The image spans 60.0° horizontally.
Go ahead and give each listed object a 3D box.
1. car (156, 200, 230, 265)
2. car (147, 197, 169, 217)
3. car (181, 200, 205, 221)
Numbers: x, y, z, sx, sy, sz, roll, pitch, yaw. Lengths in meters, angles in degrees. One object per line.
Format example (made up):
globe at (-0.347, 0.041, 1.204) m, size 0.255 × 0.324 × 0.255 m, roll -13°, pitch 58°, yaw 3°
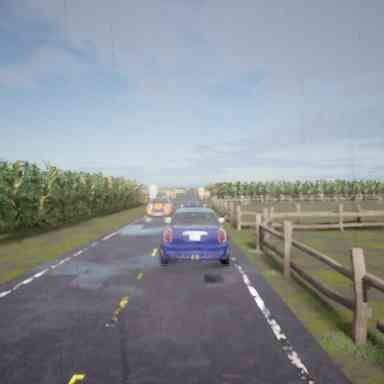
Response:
car at (0.090, 1.327, 11.699) m, size 2.097 × 1.767 × 4.553 m, roll 0°, pitch 0°, yaw 0°
car at (-2.842, 1.284, 30.201) m, size 2.097 × 1.767 × 4.553 m, roll 0°, pitch 0°, yaw 0°
car at (0.092, 1.443, 27.478) m, size 1.837 × 1.490 × 4.892 m, roll 0°, pitch 0°, yaw 0°
